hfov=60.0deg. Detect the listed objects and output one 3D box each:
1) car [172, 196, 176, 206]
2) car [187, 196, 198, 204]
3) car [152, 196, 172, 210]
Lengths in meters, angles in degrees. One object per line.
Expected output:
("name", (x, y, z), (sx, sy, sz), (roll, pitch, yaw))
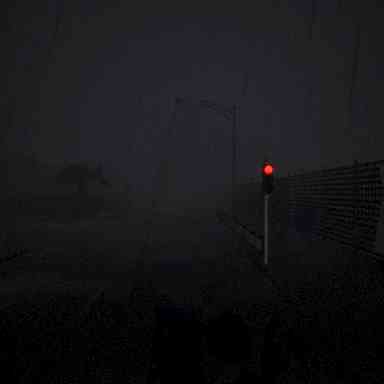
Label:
("car", (-4.007, 1.478, 53.433), (1.882, 1.535, 5.008), (0, 0, 0))
("car", (0.101, 1.505, 63.160), (1.837, 1.490, 4.892), (0, 0, 0))
("car", (-4.029, 1.564, 43.362), (1.994, 1.385, 4.181), (0, 0, 0))
